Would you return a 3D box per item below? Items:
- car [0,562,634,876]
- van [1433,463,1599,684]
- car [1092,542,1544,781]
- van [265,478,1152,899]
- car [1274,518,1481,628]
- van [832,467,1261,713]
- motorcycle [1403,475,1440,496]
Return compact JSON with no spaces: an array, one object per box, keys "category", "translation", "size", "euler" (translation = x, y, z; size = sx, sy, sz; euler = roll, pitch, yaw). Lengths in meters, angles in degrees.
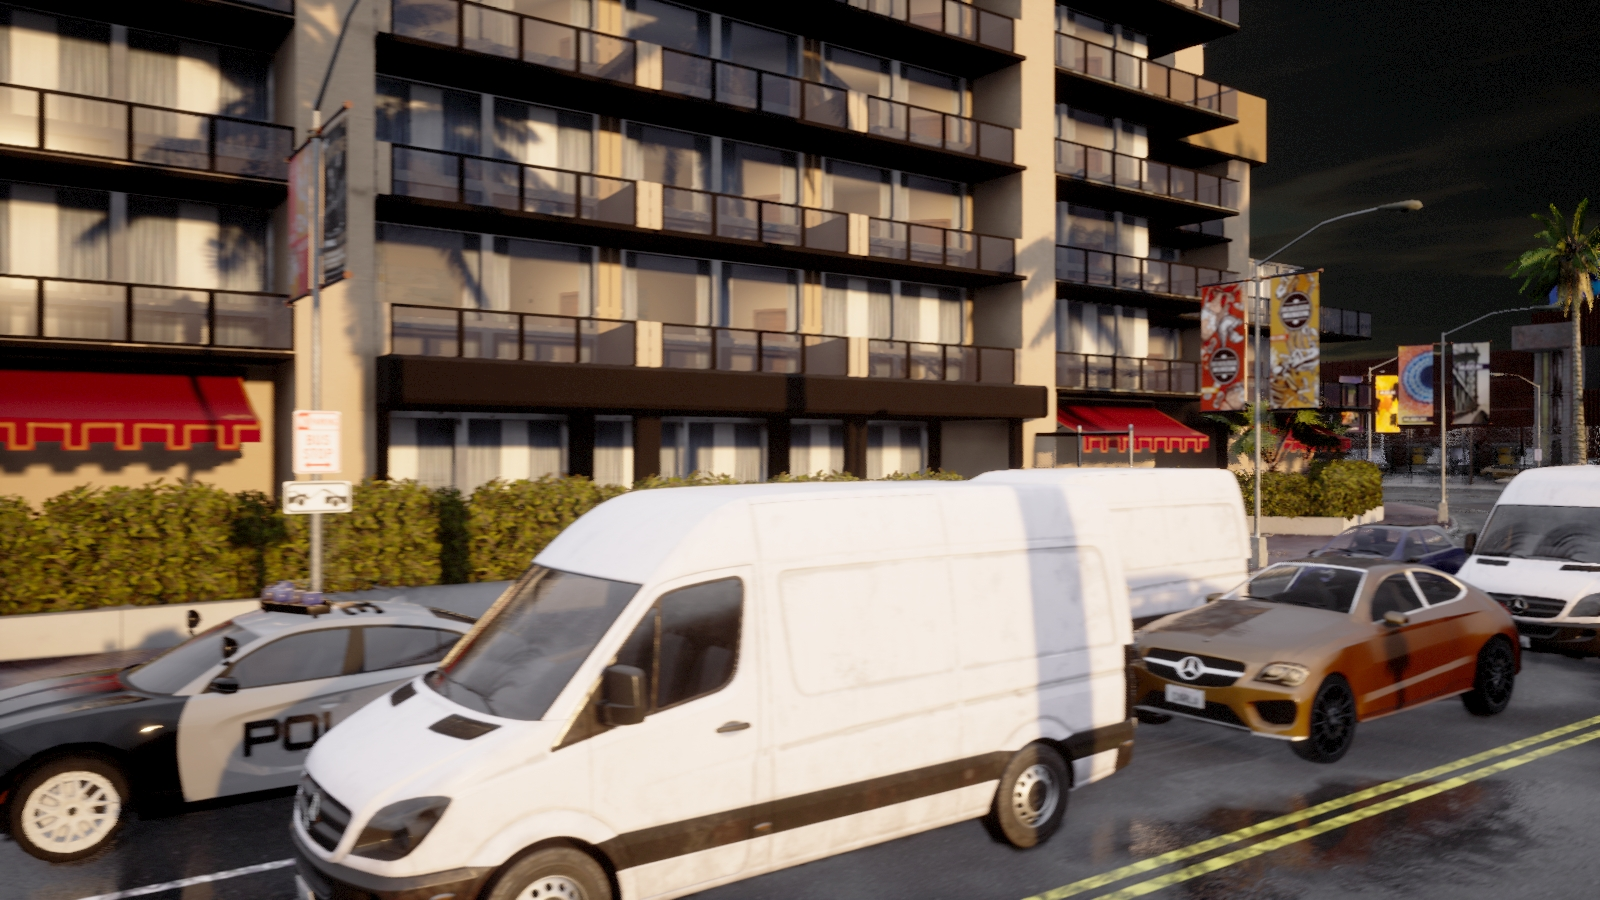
[{"category":"car","translation":[-4.227,1.982,9.529],"size":[5.238,1.638,2.097],"euler":[0,0,-36]},{"category":"van","translation":[11.457,1.531,16.413],"size":[5.915,2.561,1.988],"euler":[-1,0,-38]},{"category":"car","translation":[5.601,1.992,12.086],"size":[5.027,1.651,2.152],"euler":[0,0,-36]},{"category":"van","translation":[-0.283,1.534,7.879],"size":[5.915,2.561,1.988],"euler":[0,0,-35]},{"category":"car","translation":[10.015,2.038,19.739],"size":[3.633,1.501,1.845],"euler":[0,0,-38]},{"category":"van","translation":[3.365,1.534,14.773],"size":[5.915,2.561,1.988],"euler":[0,0,-36]},{"category":"motorcycle","translation":[38.631,2.182,70.998],"size":[0.856,1.236,1.805],"euler":[0,0,-36]}]
